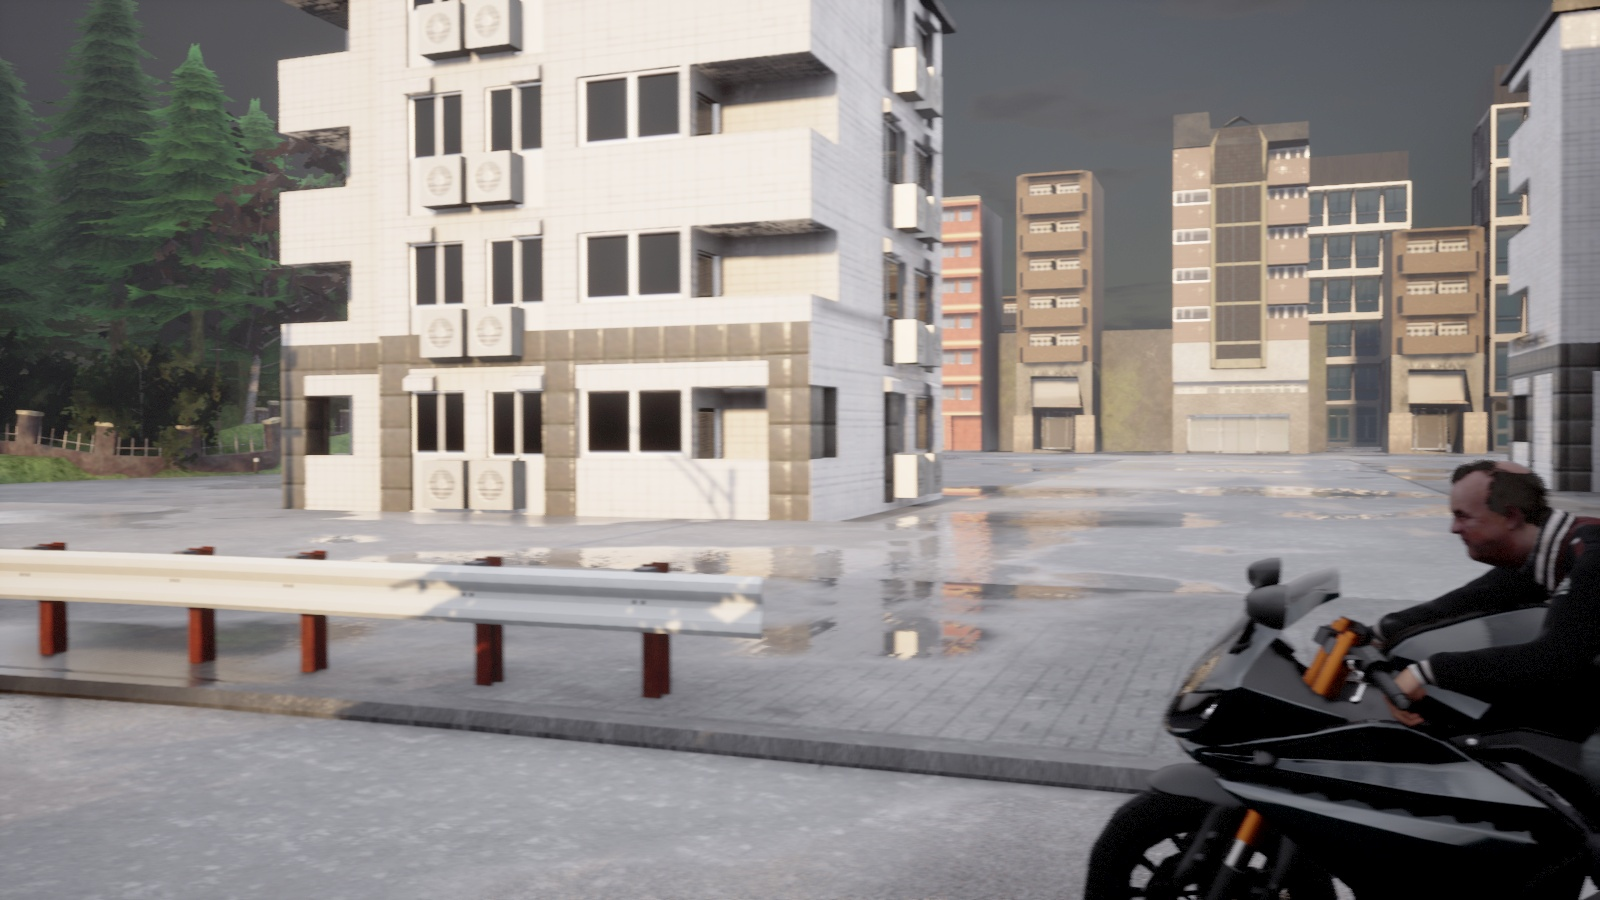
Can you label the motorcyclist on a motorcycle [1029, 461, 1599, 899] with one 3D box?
[{"bbox_3d":[1.744,0.817,3.131,2.191,1.530,0.866,1,1,20],"label":"motorcyclist on a motorcycle"}]
